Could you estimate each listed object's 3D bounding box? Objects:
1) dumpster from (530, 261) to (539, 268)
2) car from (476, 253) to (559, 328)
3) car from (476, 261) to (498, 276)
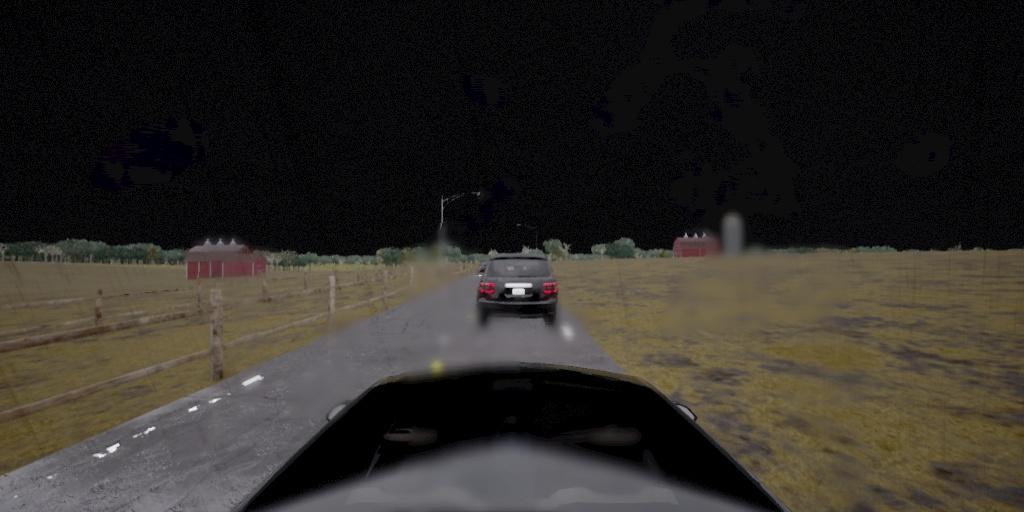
[{"bbox_3d":[3.616,1.126,56.256,1.020,1.700,1.940,0,0,1],"label":"dumpster"},{"bbox_3d":[0.168,0.936,11.396,2.150,2.045,5.566,0,0,0],"label":"car"},{"bbox_3d":[-2.529,1.236,37.076,1.994,1.385,4.181,0,0,1],"label":"car"}]
